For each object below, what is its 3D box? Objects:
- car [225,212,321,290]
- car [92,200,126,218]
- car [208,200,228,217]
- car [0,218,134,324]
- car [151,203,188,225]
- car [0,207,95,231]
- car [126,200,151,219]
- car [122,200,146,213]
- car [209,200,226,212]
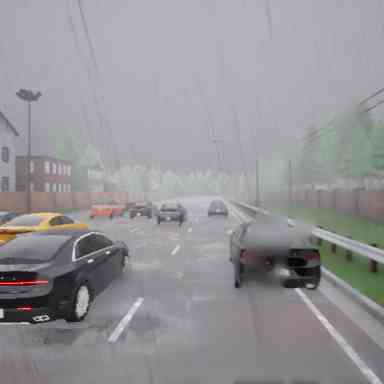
[{"bbox_3d":[2.047,1.523,9.311,1.882,1.535,5.008,0,0,4],"label":"car"},{"bbox_3d":[-7.992,1.560,31.734,2.097,1.767,4.553,0,0,4],"label":"car"},{"bbox_3d":[2.615,1.742,33.497,1.994,1.385,4.181,0,0,4],"label":"car"},{"bbox_3d":[-2.734,1.556,7.317,1.837,1.490,4.892,0,0,4],"label":"car"},{"bbox_3d":[-1.438,1.638,25.257,2.128,1.511,4.902,0,0,4],"label":"car"},{"bbox_3d":[-5.813,1.574,13.275,1.882,1.535,5.008,0,0,4],"label":"car"},{"bbox_3d":[-4.492,1.698,31.553,1.837,1.490,4.892,0,0,4],"label":"car"},{"bbox_3d":[-7.235,1.768,42.140,1.837,1.490,4.892,0,0,4],"label":"car"},{"bbox_3d":[3.305,1.779,43.549,2.033,1.411,5.357,0,0,4],"label":"car"}]
